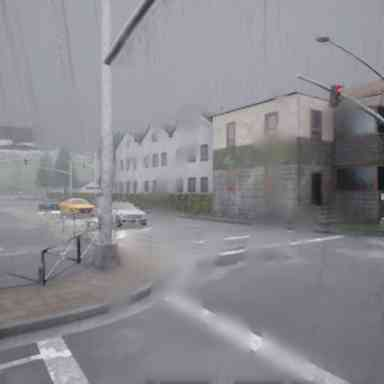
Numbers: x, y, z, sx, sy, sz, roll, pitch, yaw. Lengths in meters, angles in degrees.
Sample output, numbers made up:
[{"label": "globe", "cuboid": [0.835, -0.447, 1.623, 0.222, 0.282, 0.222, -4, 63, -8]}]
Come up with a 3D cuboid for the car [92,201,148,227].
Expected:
[{"label": "car", "cuboid": [-4.513, 1.340, 21.197, 1.812, 1.442, 4.674, 0, 0, -35]}]

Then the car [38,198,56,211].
[{"label": "car", "cuboid": [-15.741, 1.379, 37.060, 1.994, 1.385, 4.181, 0, 0, -35]}]

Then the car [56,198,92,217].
[{"label": "car", "cuboid": [-9.973, 1.292, 28.871, 1.882, 1.535, 5.008, 0, 0, -35]}]
